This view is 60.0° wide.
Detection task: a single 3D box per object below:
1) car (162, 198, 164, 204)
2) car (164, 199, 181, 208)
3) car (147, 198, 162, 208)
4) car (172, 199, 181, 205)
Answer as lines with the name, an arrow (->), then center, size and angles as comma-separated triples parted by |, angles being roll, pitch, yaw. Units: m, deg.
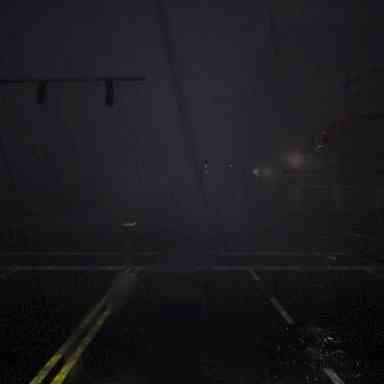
car -> -6.996, 2.172, 76.174 | 1.882, 1.535, 5.008 | 0, -1, 0
car -> -3.529, 2.151, 60.036 | 1.895, 1.301, 4.718 | 0, -1, 1
car -> -7.033, 2.055, 60.104 | 1.837, 1.490, 4.892 | 0, 0, 1
car -> -3.496, 2.289, 76.159 | 1.895, 1.301, 4.718 | 0, -1, 0
